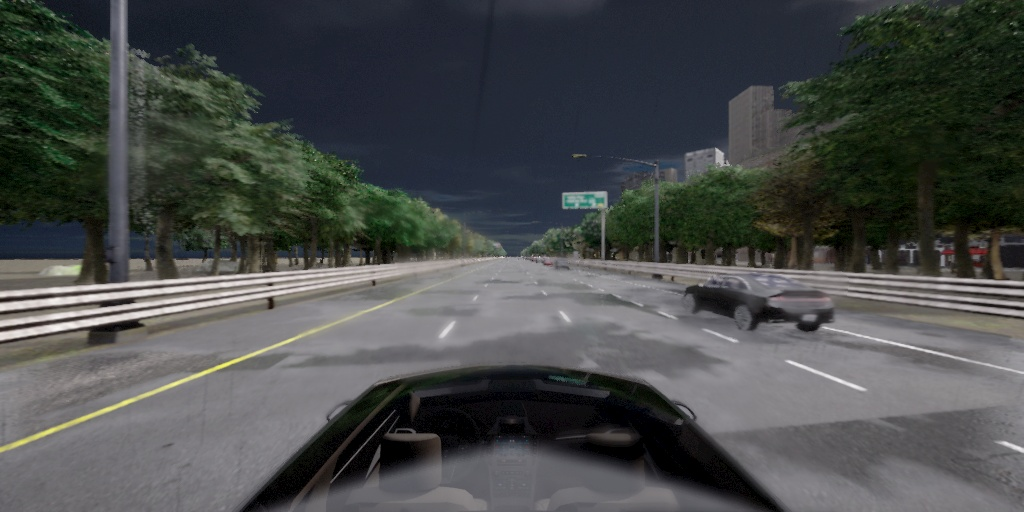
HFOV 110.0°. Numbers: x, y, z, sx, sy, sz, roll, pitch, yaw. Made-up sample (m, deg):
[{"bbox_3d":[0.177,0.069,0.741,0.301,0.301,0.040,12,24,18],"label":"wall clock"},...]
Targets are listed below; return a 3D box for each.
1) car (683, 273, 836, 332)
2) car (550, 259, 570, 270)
[{"bbox_3d":[7.002,1.247,10.861,2.128,1.511,4.902,0,0,0],"label":"car"},{"bbox_3d":[7.109,1.278,51.872,2.033,1.411,5.357,0,0,0],"label":"car"}]
